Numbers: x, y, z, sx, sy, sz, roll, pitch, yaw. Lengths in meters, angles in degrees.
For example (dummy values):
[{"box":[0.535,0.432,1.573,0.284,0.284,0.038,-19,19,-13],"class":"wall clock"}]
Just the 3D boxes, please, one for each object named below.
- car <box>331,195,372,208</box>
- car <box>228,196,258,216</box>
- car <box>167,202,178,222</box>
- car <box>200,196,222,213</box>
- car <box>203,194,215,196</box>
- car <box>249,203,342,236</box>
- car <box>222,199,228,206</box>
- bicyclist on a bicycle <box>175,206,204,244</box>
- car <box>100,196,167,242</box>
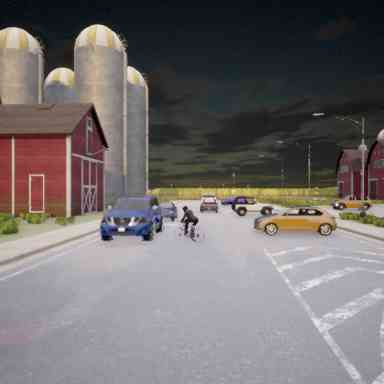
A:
[{"box":[19.488,1.310,40.740,4.605,1.855,1.932,0,0,4],"class":"car"},{"box":[5.661,1.313,31.341,3.866,1.878,1.905,0,0,4],"class":"car"},{"box":[-2.163,1.527,26.848,1.812,1.442,4.674,0,0,3],"class":"car"},{"box":[1.902,1.492,36.205,2.128,1.511,4.902,0,0,3],"class":"car"},{"box":[2.396,1.221,46.284,2.150,2.045,5.566,0,0,4],"class":"car"},{"box":[5.441,1.506,17.849,4.193,1.474,1.816,0,0,4],"class":"car"},{"box":[7.076,1.480,55.506,4.611,1.667,2.242,0,0,4],"class":"car"},{"box":[-0.153,1.455,14.709,1.656,1.620,0.582,-3,-2,37],"class":"bicyclist on a bicycle"},{"box":[-2.797,1.223,16.645,2.150,2.045,5.566,0,0,3],"class":"car"}]
